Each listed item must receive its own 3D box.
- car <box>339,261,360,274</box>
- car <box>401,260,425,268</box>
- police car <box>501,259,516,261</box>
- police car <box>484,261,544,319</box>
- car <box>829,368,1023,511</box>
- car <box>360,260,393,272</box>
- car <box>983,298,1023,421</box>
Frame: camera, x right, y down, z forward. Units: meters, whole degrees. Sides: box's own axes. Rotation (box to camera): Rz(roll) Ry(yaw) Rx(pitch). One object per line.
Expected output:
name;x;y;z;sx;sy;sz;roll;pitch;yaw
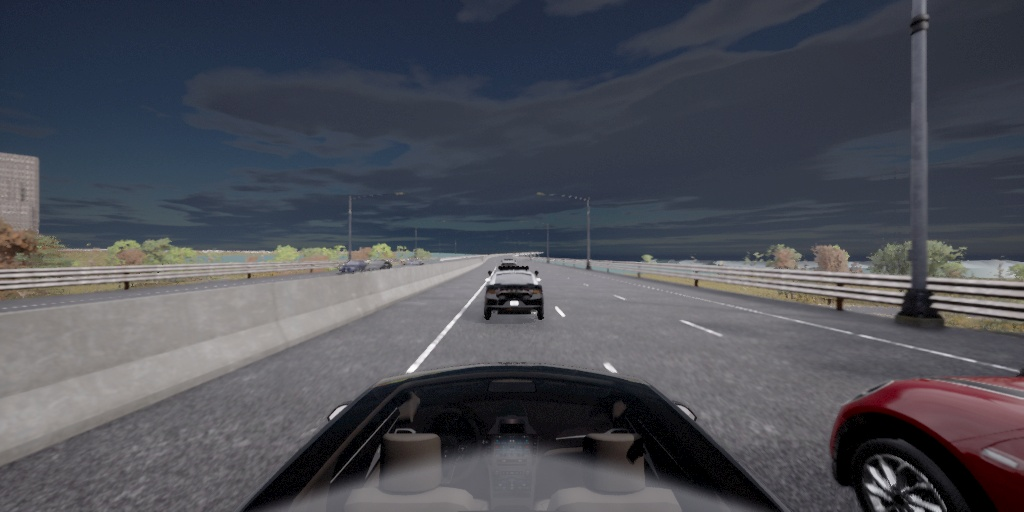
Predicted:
car;-18.061;1.265;41.596;2.033;1.411;5.357;0;0;-1
car;-11.035;1.210;40.362;2.128;1.511;4.902;0;0;-1
police car;-0.424;1.136;43.954;1.930;1.638;5.238;0;0;-1
police car;0.052;1.168;13.014;1.930;1.638;5.238;0;0;0
car;3.589;1.103;0.963;2.097;1.767;4.553;0;0;0
car;-14.511;1.225;39.342;1.837;1.490;4.892;0;0;-1
car;7.093;1.274;2.373;1.812;1.442;4.674;0;0;0
